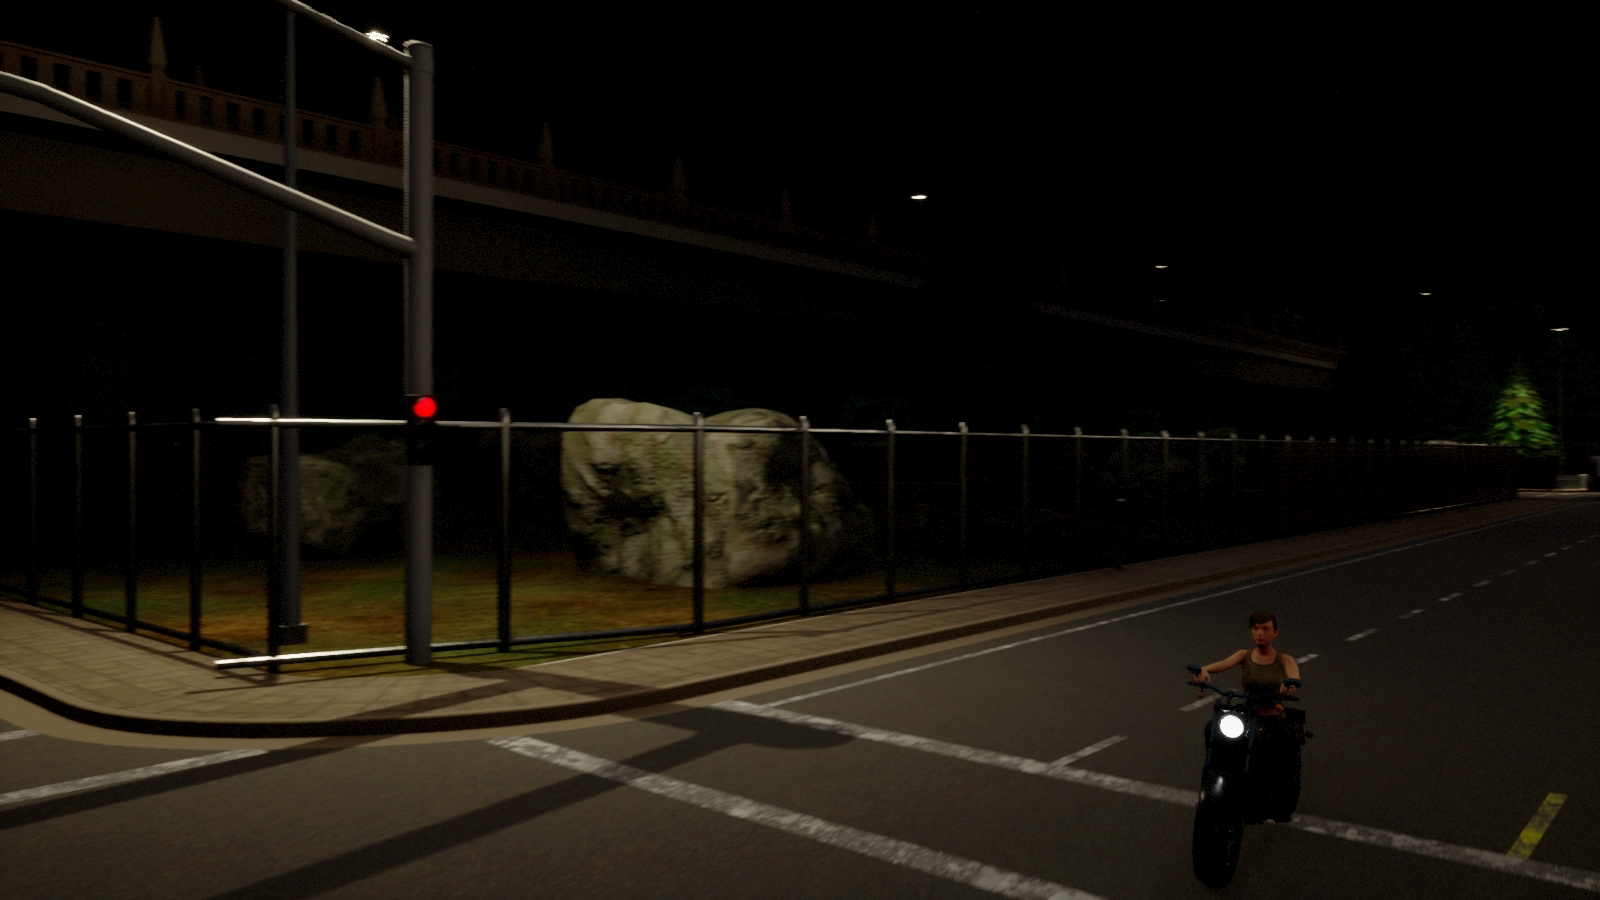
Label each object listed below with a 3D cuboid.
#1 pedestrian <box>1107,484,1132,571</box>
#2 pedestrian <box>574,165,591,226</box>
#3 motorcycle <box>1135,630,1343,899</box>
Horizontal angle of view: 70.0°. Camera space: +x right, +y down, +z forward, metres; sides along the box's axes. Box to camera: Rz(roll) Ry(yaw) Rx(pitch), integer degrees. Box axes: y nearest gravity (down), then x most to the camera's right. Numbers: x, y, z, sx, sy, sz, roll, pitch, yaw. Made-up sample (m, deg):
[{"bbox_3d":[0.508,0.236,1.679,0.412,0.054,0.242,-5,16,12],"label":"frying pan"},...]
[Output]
[{"bbox_3d":[6.951,1.677,24.847,0.375,1.860,0.375,0,0,44],"label":"pedestrian"},{"bbox_3d":[-7.091,-8.282,37.257,0.375,1.860,0.375,0,0,41],"label":"pedestrian"},{"bbox_3d":[3.158,2.116,8.052,0.764,1.307,2.356,1,1,36],"label":"motorcycle"}]
